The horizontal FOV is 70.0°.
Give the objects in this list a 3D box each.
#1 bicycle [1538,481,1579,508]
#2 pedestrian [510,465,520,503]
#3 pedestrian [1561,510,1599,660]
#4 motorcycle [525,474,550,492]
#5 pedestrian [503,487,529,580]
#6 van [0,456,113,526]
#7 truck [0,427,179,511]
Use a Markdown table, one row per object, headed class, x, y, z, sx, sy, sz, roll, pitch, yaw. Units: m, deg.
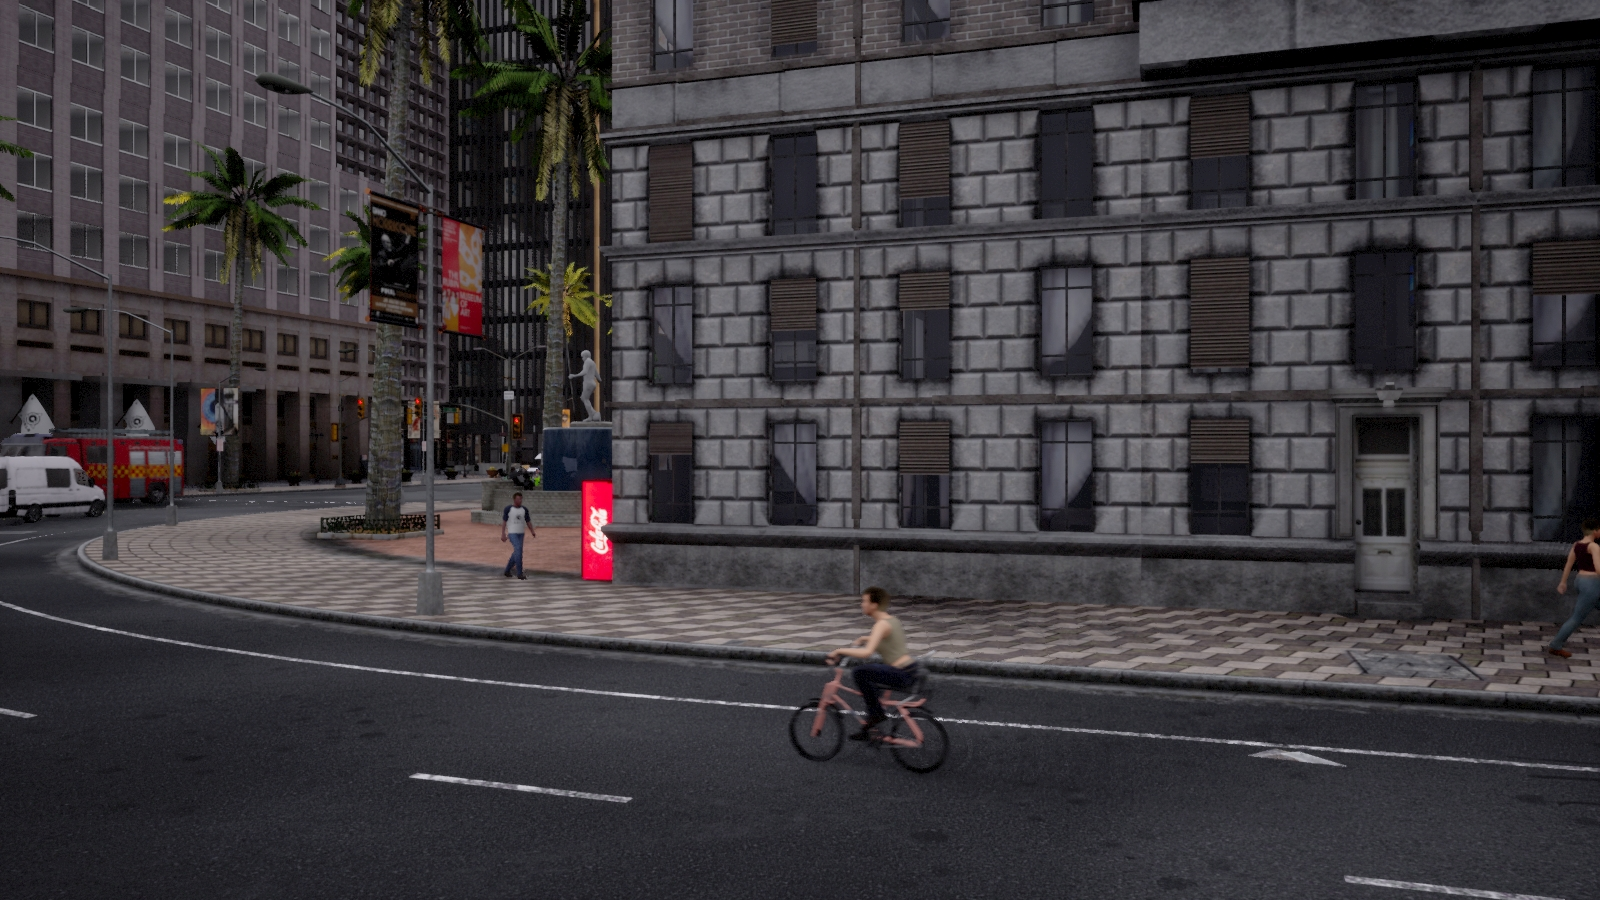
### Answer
| class | x | y | z | sx | sy | sz | roll | pitch | yaw |
| --- | --- | --- | --- | --- | --- | --- | --- | --- | --- |
| bicycle | 38.797 | 2.268 | 58.471 | 0.329 | 1.171 | 1.835 | 6 | 3 | -15 |
| pedestrian | -14.199 | 1.696 | 56.889 | 0.375 | 1.860 | 0.375 | 0 | 0 | 17 |
| pedestrian | 9.932 | 1.696 | 14.464 | 0.375 | 1.860 | 0.375 | 0 | 0 | 8 |
| motorcycle | -17.703 | 2.213 | 76.981 | 0.803 | 1.145 | 2.033 | 0 | 0 | -38 |
| pedestrian | -5.828 | 1.696 | 23.430 | 0.375 | 1.860 | 0.375 | 0 | 0 | -43 |
| van | -30.198 | 1.534 | 45.469 | 1.988 | 2.561 | 5.915 | 0 | 0 | 2 |
| truck | -35.317 | 0.890 | 56.548 | 2.891 | 3.827 | 8.468 | 0 | 0 | 17 |
